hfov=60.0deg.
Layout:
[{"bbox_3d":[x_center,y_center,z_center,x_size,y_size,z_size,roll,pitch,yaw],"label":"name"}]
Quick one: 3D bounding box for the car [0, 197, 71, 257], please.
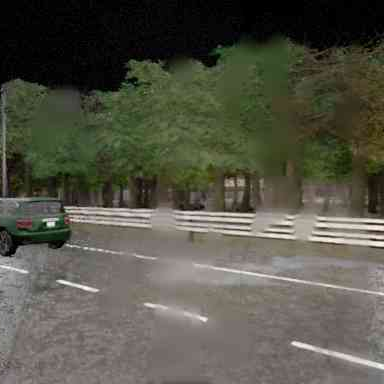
[{"bbox_3d":[-7.154,1.240,13.288,5.566,2.045,2.150,0,0,36],"label":"car"}]
